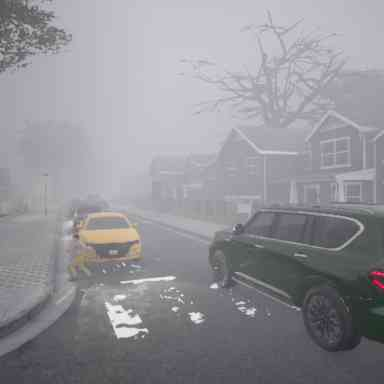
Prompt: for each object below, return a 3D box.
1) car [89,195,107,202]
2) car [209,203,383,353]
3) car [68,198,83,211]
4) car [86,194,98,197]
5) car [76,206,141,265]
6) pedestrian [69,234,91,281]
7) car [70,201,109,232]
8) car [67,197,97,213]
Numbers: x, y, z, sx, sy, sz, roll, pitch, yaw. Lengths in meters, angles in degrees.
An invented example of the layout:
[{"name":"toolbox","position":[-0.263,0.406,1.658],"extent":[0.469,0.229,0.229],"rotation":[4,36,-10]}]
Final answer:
[{"name":"car","position":[-11.813,1.563,42.553],"extent":[1.882,1.535,5.008],"rotation":[-1,0,-21]},{"name":"car","position":[2.280,1.220,6.524],"extent":[2.150,2.045,5.566],"rotation":[-1,0,-21]},{"name":"car","position":[-16.103,1.692,45.862],"extent":[1.837,1.490,4.892],"rotation":[-1,0,-21]},{"name":"car","position":[-15.673,1.350,52.324],"extent":[2.150,2.045,5.566],"rotation":[-1,0,-21]},{"name":"car","position":[-3.145,1.513,12.194],"extent":[1.882,1.535,5.008],"rotation":[-1,0,-19]},{"name":"pedestrian","position":[-2.840,1.614,8.425],"extent":[0.375,1.300,0.375],"rotation":[0,0,-21]},{"name":"car","position":[-6.494,1.556,20.937],"extent":[1.837,1.490,4.892],"rotation":[-1,0,-21]},{"name":"car","position":[-10.460,1.567,31.133],"extent":[2.128,1.511,4.902],"rotation":[-1,0,-21]}]
